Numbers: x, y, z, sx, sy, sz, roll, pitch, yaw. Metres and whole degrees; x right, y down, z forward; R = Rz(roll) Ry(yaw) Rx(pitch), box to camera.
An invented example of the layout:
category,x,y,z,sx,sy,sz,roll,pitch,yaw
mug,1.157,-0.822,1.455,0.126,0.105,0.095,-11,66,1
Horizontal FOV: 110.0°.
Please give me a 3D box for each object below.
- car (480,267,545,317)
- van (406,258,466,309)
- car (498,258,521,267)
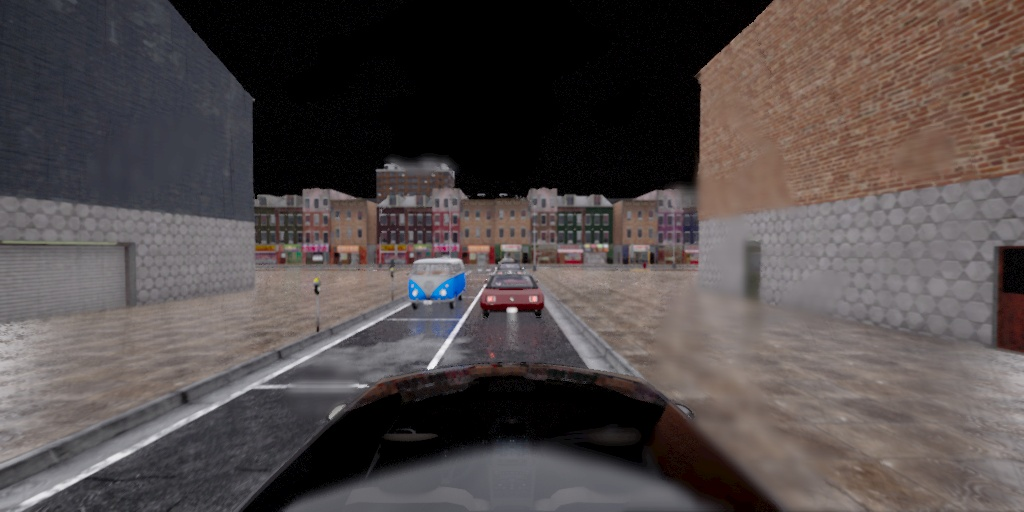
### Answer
category,x,y,z,sx,sy,sz,roll,pitch,yaw
car,-0.015,1.245,12.521,1.895,1.301,4.718,0,1,-1
van,-2.769,0.972,13.821,1.690,1.789,3.998,0,0,-1
car,-0.151,1.082,24.037,2.033,1.411,5.357,0,1,-1
